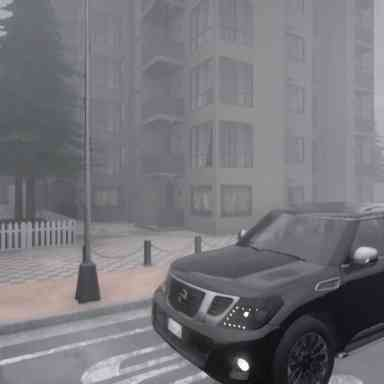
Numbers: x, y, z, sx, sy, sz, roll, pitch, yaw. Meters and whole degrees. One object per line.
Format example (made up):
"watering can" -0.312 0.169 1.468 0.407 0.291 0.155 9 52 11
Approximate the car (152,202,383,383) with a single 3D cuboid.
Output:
"car" 2.163 1.214 5.277 5.566 2.045 2.150 0 0 -31
